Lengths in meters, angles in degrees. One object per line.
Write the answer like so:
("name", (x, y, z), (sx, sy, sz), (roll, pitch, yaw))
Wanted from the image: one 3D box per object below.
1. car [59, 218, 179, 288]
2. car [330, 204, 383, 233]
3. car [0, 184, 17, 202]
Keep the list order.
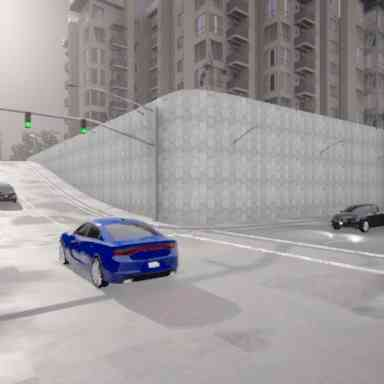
("car", (-2.302, 1.478, 9.450), (1.882, 1.535, 5.008), (0, 0, -36))
("car", (10.267, 1.494, 19.936), (4.892, 1.490, 1.837), (0, 0, -36))
("car", (-17.019, -0.018, 29.899), (2.033, 1.411, 5.357), (0, 9, -36))
